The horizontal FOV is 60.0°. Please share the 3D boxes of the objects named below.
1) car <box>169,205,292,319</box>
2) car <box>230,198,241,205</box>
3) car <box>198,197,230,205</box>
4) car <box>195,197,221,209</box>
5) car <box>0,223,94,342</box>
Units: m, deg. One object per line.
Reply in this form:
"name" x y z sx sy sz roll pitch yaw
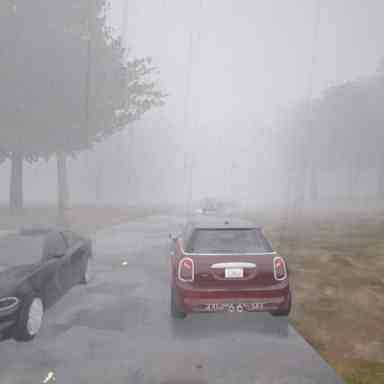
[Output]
"car" 0.565 1.352 7.599 2.097 1.767 4.553 0 0 -3
"car" 5.381 1.532 45.731 1.895 1.301 4.718 0 1 22
"car" 2.394 1.542 35.852 2.033 1.411 5.357 0 0 14
"car" 2.250 1.439 45.772 2.128 1.511 4.902 0 0 20
"car" -3.399 1.477 6.677 1.882 1.535 5.008 0 0 -3
